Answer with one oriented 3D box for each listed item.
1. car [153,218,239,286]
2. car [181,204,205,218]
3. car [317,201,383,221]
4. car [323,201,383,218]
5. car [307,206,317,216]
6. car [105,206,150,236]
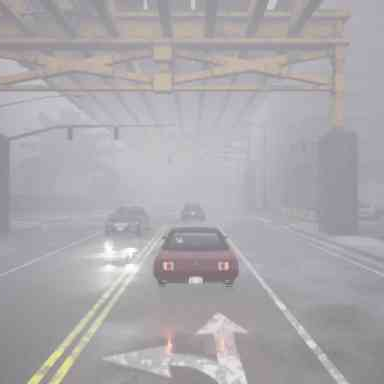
[{"bbox_3d":[0.084,1.638,9.453,1.895,1.301,4.718,0,0,0],"label":"car"},{"bbox_3d":[0.060,1.666,28.436,1.994,1.385,4.181,0,0,0],"label":"car"},{"bbox_3d":[13.228,1.551,27.346,4.974,1.542,2.038,0,0,-20],"label":"car"},{"bbox_3d":[13.277,1.394,27.365,4.536,1.218,1.853,0,0,-20],"label":"car"},{"bbox_3d":[13.549,1.566,31.506,4.974,1.542,2.038,0,0,25],"label":"car"},{"bbox_3d":[-3.529,1.562,18.799,2.128,1.511,4.902,0,0,0],"label":"car"}]
